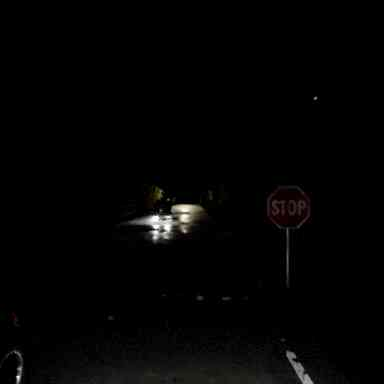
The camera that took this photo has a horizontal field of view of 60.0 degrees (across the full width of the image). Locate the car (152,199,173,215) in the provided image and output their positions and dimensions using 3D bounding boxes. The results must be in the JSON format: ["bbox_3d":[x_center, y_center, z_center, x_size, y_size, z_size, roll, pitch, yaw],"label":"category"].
[{"bbox_3d":[-2.945,1.513,33.894,2.128,1.511,4.902,0,0,0],"label":"car"}]

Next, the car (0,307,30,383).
[{"bbox_3d":[-2.759,1.558,1.943,1.994,1.385,4.181,0,0,0],"label":"car"}]
